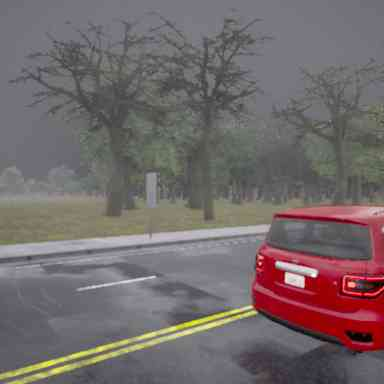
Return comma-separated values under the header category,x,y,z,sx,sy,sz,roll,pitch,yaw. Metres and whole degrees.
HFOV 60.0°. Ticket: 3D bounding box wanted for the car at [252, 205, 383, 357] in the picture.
category,x,y,z,sx,sy,sz,roll,pitch,yaw
car,3.527,1.250,5.977,5.566,2.045,2.150,0,0,-36
